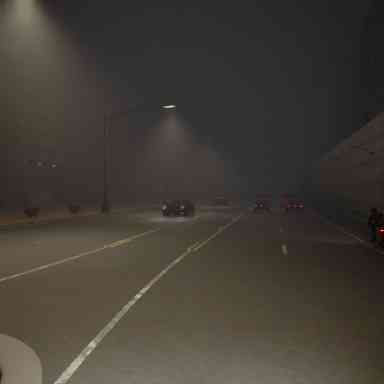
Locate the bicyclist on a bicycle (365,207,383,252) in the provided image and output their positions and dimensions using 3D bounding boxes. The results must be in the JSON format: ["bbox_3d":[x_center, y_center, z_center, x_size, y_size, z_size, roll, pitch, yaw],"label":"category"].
[{"bbox_3d":[6.875,1.404,12.323,0.582,1.620,1.656,-3,0,-2],"label":"bicyclist on a bicycle"}]

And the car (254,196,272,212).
[{"bbox_3d":[8.151,1.547,38.604,2.033,1.411,5.357,0,0,14],"label":"car"}]

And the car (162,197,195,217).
[{"bbox_3d":[-1.163,1.352,30.758,2.097,1.767,4.553,0,0,14],"label":"car"}]

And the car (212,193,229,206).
[{"bbox_3d":[4.734,1.215,54.554,2.150,2.045,5.566,0,0,14],"label":"car"}]

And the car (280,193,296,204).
[{"bbox_3d":[13.961,1.221,48.051,2.150,2.045,5.566,0,0,14],"label":"car"}]

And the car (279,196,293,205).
[{"bbox_3d":[16.416,1.491,58.118,2.128,1.511,4.902,0,0,14],"label":"car"}]

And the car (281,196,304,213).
[{"bbox_3d":[11.540,1.547,37.679,2.033,1.411,5.357,0,0,14],"label":"car"}]

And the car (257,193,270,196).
[{"bbox_3d":[10.561,1.221,48.880,2.150,2.045,5.566,0,0,14],"label":"car"}]
